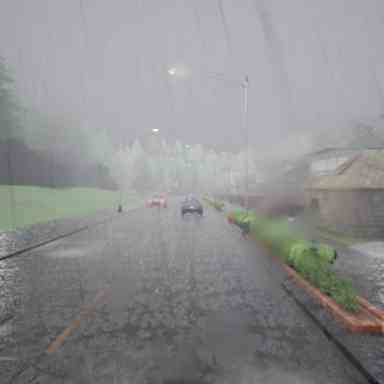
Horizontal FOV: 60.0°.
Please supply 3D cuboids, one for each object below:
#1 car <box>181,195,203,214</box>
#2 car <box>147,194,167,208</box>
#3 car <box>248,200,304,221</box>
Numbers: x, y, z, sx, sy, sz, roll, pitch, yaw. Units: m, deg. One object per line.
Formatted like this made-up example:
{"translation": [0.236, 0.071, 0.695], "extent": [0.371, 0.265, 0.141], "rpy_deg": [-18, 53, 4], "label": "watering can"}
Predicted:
{"translation": [-0.002, 1.325, 32.302], "extent": [1.994, 1.385, 4.181], "rpy_deg": [0, 0, 0], "label": "car"}
{"translation": [-4.192, 1.053, 40.725], "extent": [2.097, 1.767, 4.553], "rpy_deg": [0, 0, 0], "label": "car"}
{"translation": [6.239, 1.277, 24.155], "extent": [5.357, 1.415, 2.033], "rpy_deg": [0, 1, -40], "label": "car"}
